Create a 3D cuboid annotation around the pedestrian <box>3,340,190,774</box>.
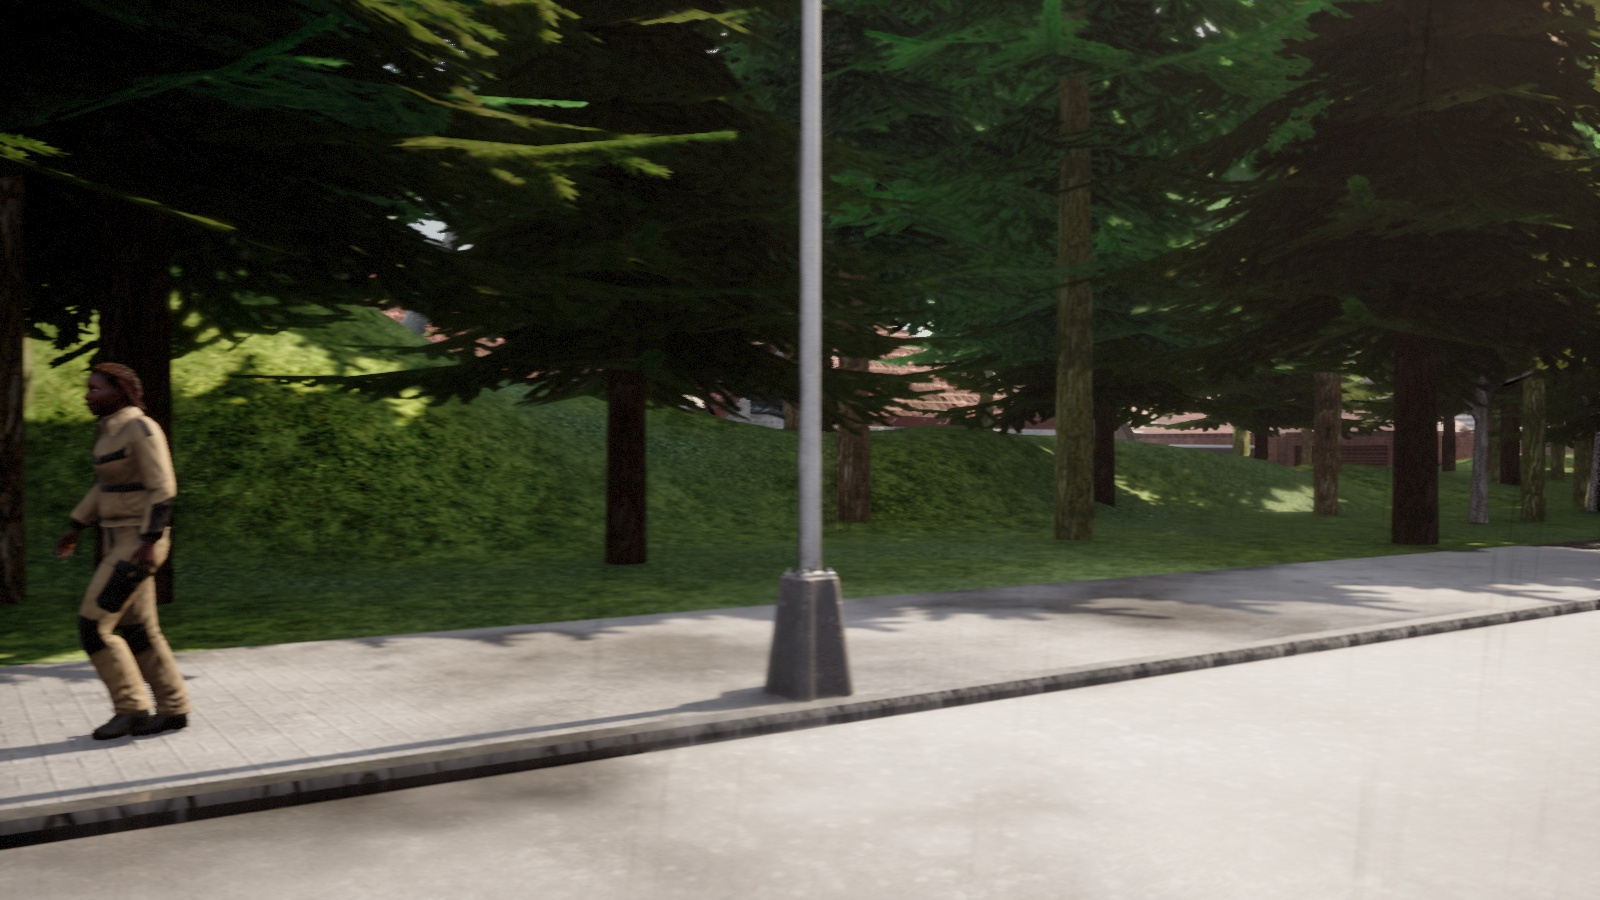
[{"bbox_3d":[-3.336,0.477,5.968,0.396,1.930,0.692,0,0,45],"label":"pedestrian"}]
